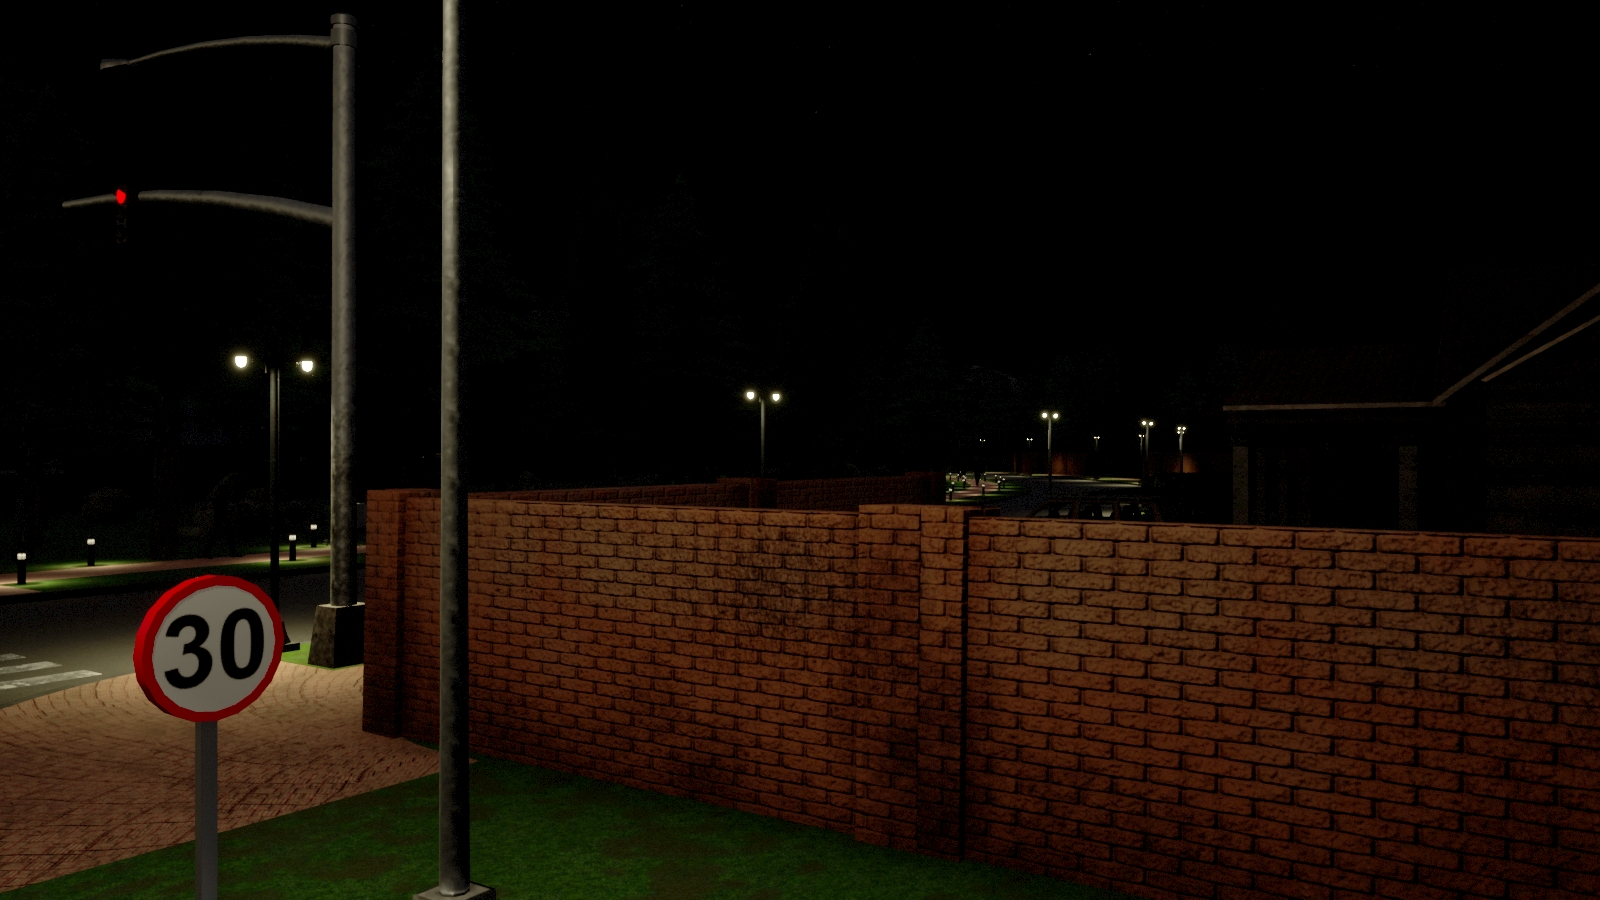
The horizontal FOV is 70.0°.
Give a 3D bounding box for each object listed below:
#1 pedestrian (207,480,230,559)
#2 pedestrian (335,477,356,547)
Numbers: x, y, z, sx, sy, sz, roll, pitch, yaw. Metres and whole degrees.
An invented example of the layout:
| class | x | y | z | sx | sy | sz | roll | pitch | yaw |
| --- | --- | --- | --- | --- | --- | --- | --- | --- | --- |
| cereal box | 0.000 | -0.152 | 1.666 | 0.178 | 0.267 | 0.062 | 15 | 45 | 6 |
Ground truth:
| class | x | y | z | sx | sy | sz | roll | pitch | yaw |
| --- | --- | --- | --- | --- | --- | --- | --- | --- | --- |
| pedestrian | -13.935 | 1.665 | 27.380 | 0.375 | 1.860 | 0.375 | 0 | 0 | 39 |
| pedestrian | -12.277 | 1.663 | 30.845 | 0.375 | 1.860 | 0.375 | 0 | 0 | 33 |
